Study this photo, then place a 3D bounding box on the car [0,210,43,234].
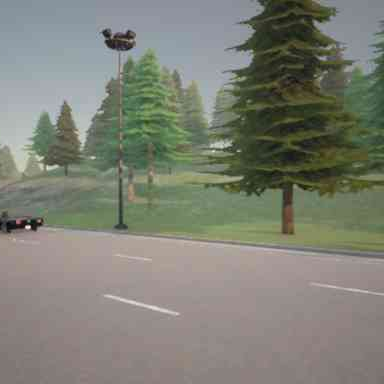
[{"bbox_3d":[-11.374,1.792,20.703,4.718,1.301,1.895,-1,0,35],"label":"car"}]
